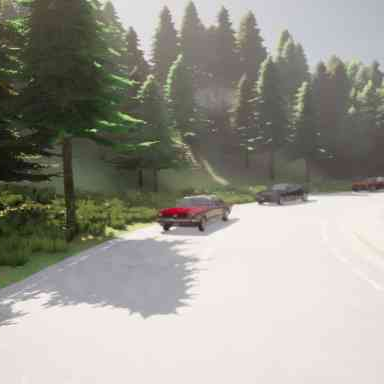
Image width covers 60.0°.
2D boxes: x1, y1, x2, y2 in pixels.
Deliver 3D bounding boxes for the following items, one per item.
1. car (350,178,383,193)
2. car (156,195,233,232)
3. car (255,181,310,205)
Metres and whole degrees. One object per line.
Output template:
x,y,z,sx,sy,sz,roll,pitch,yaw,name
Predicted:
17.081,-0.665,31.249,4.718,1.301,1.895,-4,3,-29,car
0.259,0.855,15.021,1.895,1.301,4.718,-1,3,25,car
6.573,0.026,23.996,5.008,1.535,1.882,-5,4,-42,car
